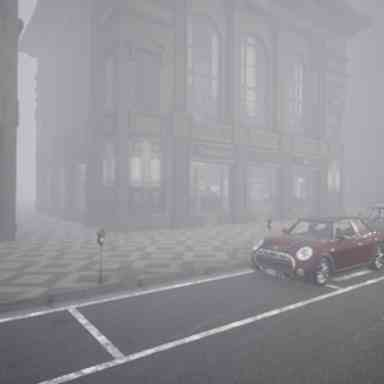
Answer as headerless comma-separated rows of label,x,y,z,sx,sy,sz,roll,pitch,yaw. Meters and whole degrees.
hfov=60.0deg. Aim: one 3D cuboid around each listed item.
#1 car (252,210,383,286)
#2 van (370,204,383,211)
car,3.566,1.427,9.297,4.097,1.590,1.967,0,1,-35
van,8.145,1.318,12.563,3.998,1.788,1.690,0,1,-35
